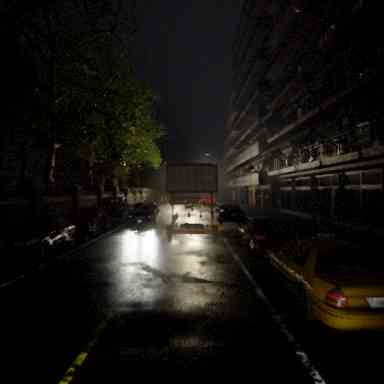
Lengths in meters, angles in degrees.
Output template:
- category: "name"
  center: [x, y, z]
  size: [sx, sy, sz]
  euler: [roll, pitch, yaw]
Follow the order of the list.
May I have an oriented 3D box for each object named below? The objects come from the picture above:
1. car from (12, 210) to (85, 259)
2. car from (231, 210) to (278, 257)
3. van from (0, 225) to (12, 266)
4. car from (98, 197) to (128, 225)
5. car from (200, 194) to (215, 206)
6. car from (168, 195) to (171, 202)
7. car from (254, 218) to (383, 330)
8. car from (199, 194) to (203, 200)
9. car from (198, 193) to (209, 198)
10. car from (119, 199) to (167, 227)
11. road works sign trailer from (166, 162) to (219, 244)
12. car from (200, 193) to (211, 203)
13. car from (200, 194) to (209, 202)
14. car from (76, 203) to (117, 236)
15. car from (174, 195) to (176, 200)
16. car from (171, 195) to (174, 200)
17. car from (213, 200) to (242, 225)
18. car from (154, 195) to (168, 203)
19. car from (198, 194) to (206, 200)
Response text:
- category: "car"
  center: [-5.681, 1.553, 12.444]
  size: [1.802, 1.307, 4.206]
  euler: [0, 0, 0]
- category: "car"
  center: [2.699, 1.553, 12.439]
  size: [1.802, 1.307, 4.206]
  euler: [0, 0, 0]
- category: "van"
  center: [-5.684, 1.324, 6.813]
  size: [1.690, 1.788, 3.998]
  euler: [0, 0, 0]
- category: "car"
  center: [-5.673, 1.262, 23.706]
  size: [2.192, 1.841, 5.009]
  euler: [0, 0, 0]
- category: "car"
  center: [2.726, 1.446, 51.851]
  size: [1.887, 1.381, 4.507]
  euler: [0, 0, 0]
- category: "car"
  center: [-5.648, 1.328, 63.115]
  size: [1.967, 1.590, 4.097]
  euler: [0, 0, 0]
- category: "car"
  center: [2.696, 1.508, 6.978]
  size: [1.752, 1.417, 4.829]
  euler: [0, 0, 0]
- category: "car"
  center: [2.729, 1.439, 57.482]
  size: [1.887, 1.381, 4.507]
  euler: [0, 0, 0]
- category: "car"
  center: [2.733, 1.329, 63.111]
  size: [1.967, 1.590, 4.097]
  euler: [0, 0, 0]
- category: "car"
  center: [-3.084, 1.442, 22.000]
  size: [2.128, 1.511, 4.902]
  euler: [0, 0, 0]
- category: "road works sign trailer"
  center: [0.012, 0.429, 15.460]
  size: [2.380, 3.560, 2.880]
  euler: [0, 0, 0]
- category: "car"
  center: [2.736, 1.197, 68.741]
  size: [2.192, 1.841, 5.009]
  euler: [0, 0, 0]
- category: "car"
  center: [2.741, 1.317, 74.372]
  size: [1.967, 1.590, 4.097]
  euler: [0, 0, 0]
- category: "car"
  center: [-5.677, 1.504, 18.074]
  size: [1.887, 1.381, 4.507]
  euler: [0, 0, 0]
- category: "car"
  center: [-5.629, 1.388, 91.098]
  size: [1.752, 1.417, 4.829]
  euler: [0, 0, 0]
- category: "car"
  center: [-5.639, 1.427, 74.377]
  size: [2.008, 1.369, 4.403]
  euler: [0, 0, 0]
- category: "car"
  center: [2.707, 1.514, 23.701]
  size: [1.947, 1.339, 4.313]
  euler: [0, 0, 0]
- category: "car"
  center: [-5.651, 1.334, 57.487]
  size: [1.967, 1.590, 4.097]
  euler: [0, 0, 0]
- category: "car"
  center: [2.752, 1.303, 91.263]
  size: [1.967, 1.590, 4.097]
  euler: [0, 0, 0]
